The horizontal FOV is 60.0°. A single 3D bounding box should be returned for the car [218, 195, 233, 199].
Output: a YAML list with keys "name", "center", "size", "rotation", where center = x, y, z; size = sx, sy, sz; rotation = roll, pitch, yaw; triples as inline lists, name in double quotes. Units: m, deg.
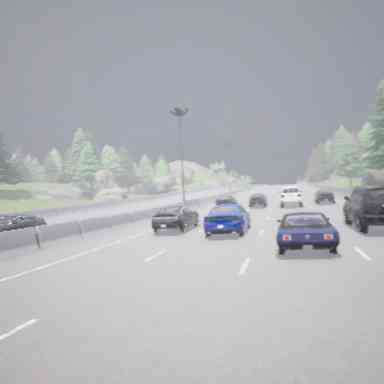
- name: "car"
  center: [3.873, 1.127, 37.632]
  size: [1.882, 1.535, 5.008]
  rotation: [-4, 1, 16]

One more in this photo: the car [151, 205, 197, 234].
- name: "car"
  center: [-0.907, 1.574, 20.361]
  size: [2.128, 1.511, 4.902]
  rotation: [-4, 0, 16]

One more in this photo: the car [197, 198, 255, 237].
- name: "car"
  center: [1.954, 1.383, 17.609]
  size: [1.882, 1.535, 5.008]
  rotation: [-4, 0, 16]

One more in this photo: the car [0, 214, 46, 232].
- name: "car"
  center: [-11.659, 2.260, 21.545]
  size: [2.128, 1.511, 4.902]
  rotation: [-4, 0, 16]

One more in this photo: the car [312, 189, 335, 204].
- name: "car"
  center: [14.470, 0.462, 36.625]
  size: [1.837, 1.490, 4.892]
  rotation: [-4, 1, 16]

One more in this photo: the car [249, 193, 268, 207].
- name: "car"
  center: [7.553, 0.910, 37.825]
  size: [1.837, 1.490, 4.892]
  rotation: [-4, 1, 16]

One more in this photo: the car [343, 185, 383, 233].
- name: "car"
  center: [8.691, 0.700, 15.815]
  size: [2.150, 2.045, 5.566]
  rotation: [-4, 0, 16]

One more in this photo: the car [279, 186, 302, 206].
- name: "car"
  center: [10.515, 0.454, 35.495]
  size: [2.150, 2.045, 5.566]
  rotation: [-4, 1, 16]

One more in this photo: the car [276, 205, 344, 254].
- name: "car"
  center: [4.120, 1.374, 12.316]
  size: [1.895, 1.301, 4.718]
  rotation: [-4, 0, 16]
